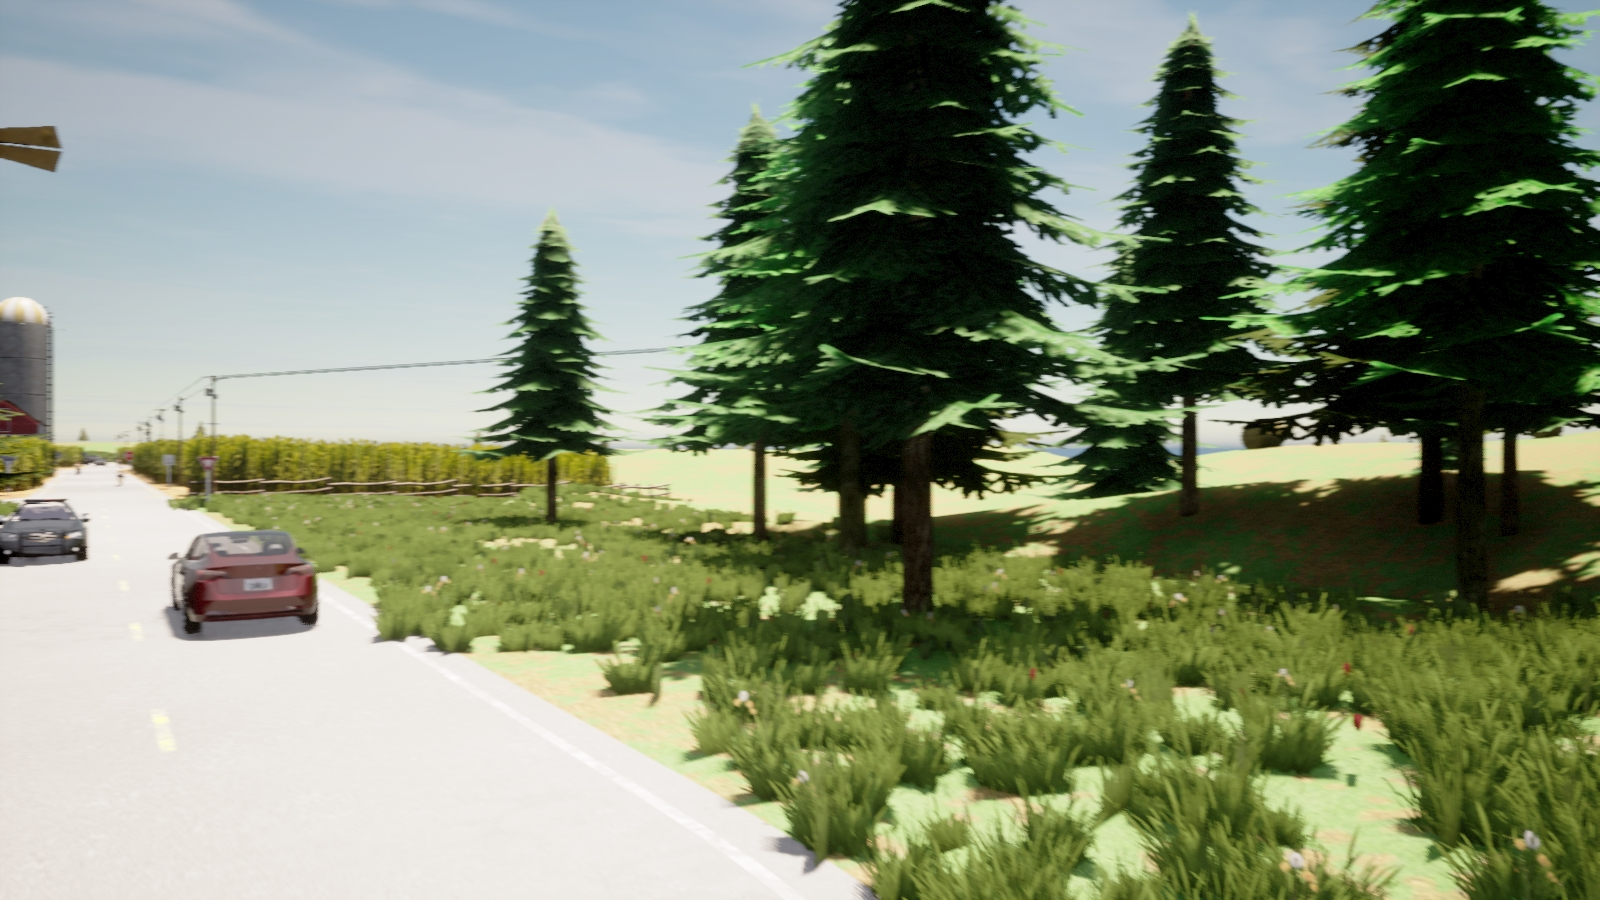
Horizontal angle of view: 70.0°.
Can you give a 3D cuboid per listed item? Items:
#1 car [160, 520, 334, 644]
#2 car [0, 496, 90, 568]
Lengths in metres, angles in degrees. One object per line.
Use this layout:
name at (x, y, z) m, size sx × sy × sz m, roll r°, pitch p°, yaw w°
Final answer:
car at (-9.427, 2.082, 19.240) m, size 2.163 × 1.488 × 4.792 m, roll 0°, pitch 0°, yaw -31°
car at (-19.893, 2.078, 30.066) m, size 2.038 × 1.542 × 4.974 m, roll 0°, pitch 0°, yaw -32°
